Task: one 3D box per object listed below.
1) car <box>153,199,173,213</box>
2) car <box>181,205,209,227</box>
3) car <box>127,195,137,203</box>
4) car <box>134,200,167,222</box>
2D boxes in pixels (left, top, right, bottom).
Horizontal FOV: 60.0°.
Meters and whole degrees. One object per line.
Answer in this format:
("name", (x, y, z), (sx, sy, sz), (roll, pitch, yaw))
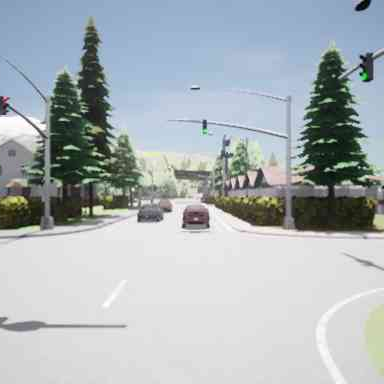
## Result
("car", (-3.522, 1.820, 42.334), (1.882, 1.535, 5.008), (0, -1, 0))
("car", (0.210, 1.677, 24.536), (1.882, 1.535, 5.008), (1, -1, -1))
("car", (-16.658, 1.755, 84.018), (3.866, 1.878, 1.905), (0, 0, 0))
("car", (-3.547, 1.739, 28.886), (1.837, 1.490, 4.892), (0, 0, 1))
